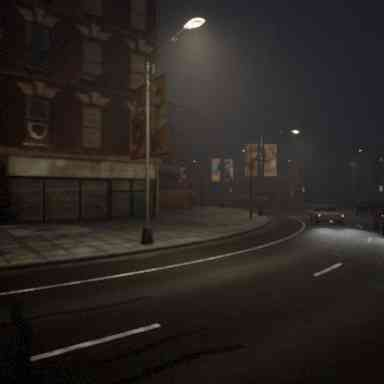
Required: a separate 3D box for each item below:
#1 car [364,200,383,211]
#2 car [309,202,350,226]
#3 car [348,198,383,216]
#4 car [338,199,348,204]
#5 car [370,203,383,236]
[{"bbox_3d":[23.930,1.681,41.796,1.895,1.301,4.718,0,0,-6],"label":"car"},{"bbox_3d":[9.738,1.645,24.161,1.895,1.301,4.718,0,0,14],"label":"car"},{"bbox_3d":[17.856,1.572,33.174,1.837,1.490,4.892,1,0,1],"label":"car"},{"bbox_3d":[22.614,1.611,47.373,2.002,1.452,4.674,0,0,-16],"label":"car"},{"bbox_3d":[11.378,1.565,18.553,1.812,1.442,4.674,0,0,22],"label":"car"}]
